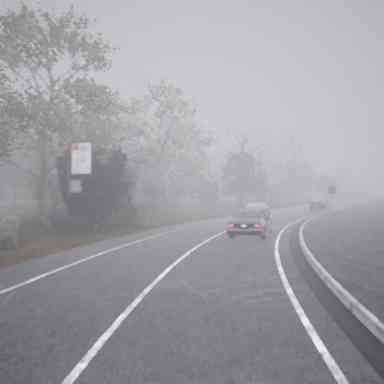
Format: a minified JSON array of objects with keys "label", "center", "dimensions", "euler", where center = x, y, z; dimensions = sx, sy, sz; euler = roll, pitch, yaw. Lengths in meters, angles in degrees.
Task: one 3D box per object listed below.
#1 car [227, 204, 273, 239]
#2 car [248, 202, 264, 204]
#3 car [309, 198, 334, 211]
[{"label":"car","center":[3.159,1.605,17.596],"dimensions":[2.033,1.411,5.357],"euler":[-1,-1,18]},{"label":"car","center":[6.078,1.718,32.090],"dimensions":[1.812,1.442,4.674],"euler":[-3,-1,31]},{"label":"car","center":[15.361,1.392,39.627],"dimensions":[1.812,1.442,4.674],"euler":[-4,0,36]}]
